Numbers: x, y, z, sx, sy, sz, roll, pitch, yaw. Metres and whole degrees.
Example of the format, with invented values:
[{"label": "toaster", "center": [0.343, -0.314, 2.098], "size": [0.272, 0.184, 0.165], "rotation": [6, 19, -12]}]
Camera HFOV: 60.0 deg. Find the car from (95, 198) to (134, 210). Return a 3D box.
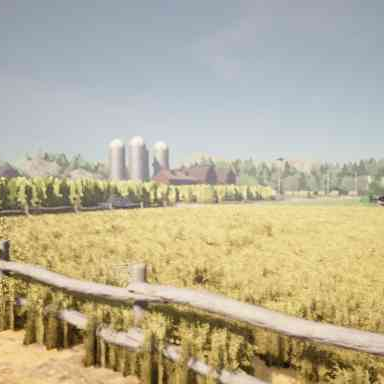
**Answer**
[{"label": "car", "center": [-8.766, 1.438, 37.850], "size": [2.097, 1.767, 4.553], "rotation": [0, 0, 36]}]
